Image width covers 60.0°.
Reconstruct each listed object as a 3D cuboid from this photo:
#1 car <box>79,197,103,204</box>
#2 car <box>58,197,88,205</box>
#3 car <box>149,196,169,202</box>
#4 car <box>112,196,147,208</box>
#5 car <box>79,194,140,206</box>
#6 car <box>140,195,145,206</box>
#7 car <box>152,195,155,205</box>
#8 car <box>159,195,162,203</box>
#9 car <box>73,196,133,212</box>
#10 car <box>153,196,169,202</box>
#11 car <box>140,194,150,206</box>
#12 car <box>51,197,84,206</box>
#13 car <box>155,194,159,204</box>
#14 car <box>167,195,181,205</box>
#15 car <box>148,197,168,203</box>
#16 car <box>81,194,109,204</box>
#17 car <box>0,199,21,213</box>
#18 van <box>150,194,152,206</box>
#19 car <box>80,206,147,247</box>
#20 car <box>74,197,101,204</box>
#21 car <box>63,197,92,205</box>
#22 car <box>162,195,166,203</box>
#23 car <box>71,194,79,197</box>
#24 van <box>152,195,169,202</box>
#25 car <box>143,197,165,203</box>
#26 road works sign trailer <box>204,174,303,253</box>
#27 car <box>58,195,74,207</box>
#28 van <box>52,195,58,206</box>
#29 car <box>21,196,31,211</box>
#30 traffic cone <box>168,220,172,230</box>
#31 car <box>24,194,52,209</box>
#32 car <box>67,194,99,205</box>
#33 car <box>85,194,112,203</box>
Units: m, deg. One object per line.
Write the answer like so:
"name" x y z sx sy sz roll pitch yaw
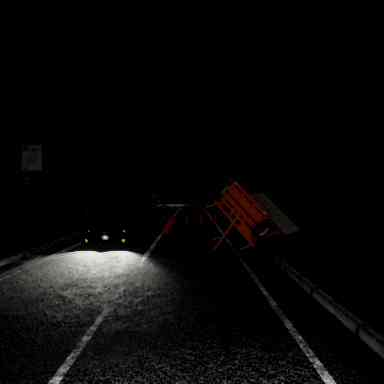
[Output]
"car" -21.897 1.810 72.188 4.674 1.452 2.002 0 -1 0
"car" -21.864 1.689 61.173 4.792 1.488 2.163 0 -1 0
"car" -8.825 1.978 89.343 5.008 1.535 2.097 0 -1 0
"car" -8.778 1.407 47.299 4.553 1.767 2.185 0 -1 0
"car" -8.847 1.208 36.089 5.566 2.045 2.435 0 0 0
"car" -8.819 1.490 41.692 4.892 1.521 2.231 0 0 0
"car" -8.804 1.585 52.906 4.892 1.521 2.231 0 -1 0
"car" -8.842 1.408 61.318 5.566 2.045 2.435 0 -1 0
"car" -8.817 1.450 33.287 4.892 1.521 2.231 0 0 0
"car" -8.865 1.921 94.950 4.553 1.767 2.185 0 -1 0
"car" -8.839 1.260 44.499 5.566 2.045 2.435 0 0 0
"car" -21.886 1.634 58.388 5.008 1.535 2.097 0 -1 0
"car" -8.806 1.634 58.512 5.008 1.535 2.097 0 -1 0
"car" -3.201 1.729 64.599 1.837 1.490 4.892 0 -1 0
"car" -8.800 1.973 86.539 4.792 1.488 2.163 0 -1 0
"car" -21.872 1.553 75.099 5.566 2.045 2.435 0 -1 0
"car" -21.904 1.459 36.110 5.008 1.535 2.097 0 0 0
"van" -8.693 1.332 50.104 4.442 1.987 1.878 0 -1 0
"car" -3.340 1.551 14.743 1.994 1.385 4.181 0 0 0
"car" -21.893 1.741 69.528 5.008 1.535 2.097 0 -1 0
"car" -21.923 1.714 63.958 4.792 1.488 2.163 0 -1 0
"car" -8.815 1.772 72.528 5.008 1.535 2.097 0 -1 0
"car" -21.704 1.606 55.602 5.366 1.575 1.946 0 -1 0
"van" -8.716 1.786 92.149 4.442 1.987 1.878 0 -1 0
"car" -8.853 1.870 78.130 4.792 1.488 2.163 0 -1 0
"road works sign trailer" 2.376 1.056 12.674 3.560 2.880 2.380 -5 45 -44
"car" -21.887 1.623 52.817 4.674 1.452 2.002 0 -1 0
"van" -22.005 1.307 47.247 4.442 1.987 1.878 0 0 0
"car" -21.897 1.513 38.896 4.674 1.452 2.002 0 0 0
"traffic cone" -1.366 1.939 17.820 0.340 0.580 0.340 0 0 0
"car" -21.859 1.385 44.466 4.553 1.767 2.185 0 0 0
"car" -21.868 1.460 66.744 5.566 2.045 2.435 0 -1 0
"car" -21.875 1.585 77.760 5.566 2.045 2.435 0 -1 0
